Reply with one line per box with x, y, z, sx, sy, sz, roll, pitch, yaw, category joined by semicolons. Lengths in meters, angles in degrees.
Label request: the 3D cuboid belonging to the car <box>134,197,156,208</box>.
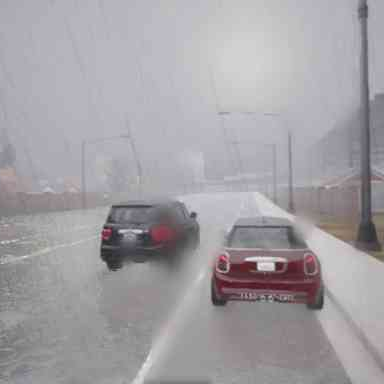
-7.750;1.742;55.190;2.128;1.511;4.902;-1;1;10;car

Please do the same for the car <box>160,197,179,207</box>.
-3.837;1.645;57.221;2.128;1.511;4.902;-1;1;10;car

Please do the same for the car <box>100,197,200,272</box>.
-1.143;1.302;11.349;2.150;2.045;5.566;-1;0;10;car

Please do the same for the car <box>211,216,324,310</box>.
1.706;1.372;8.119;2.097;1.767;4.553;-1;0;10;car
